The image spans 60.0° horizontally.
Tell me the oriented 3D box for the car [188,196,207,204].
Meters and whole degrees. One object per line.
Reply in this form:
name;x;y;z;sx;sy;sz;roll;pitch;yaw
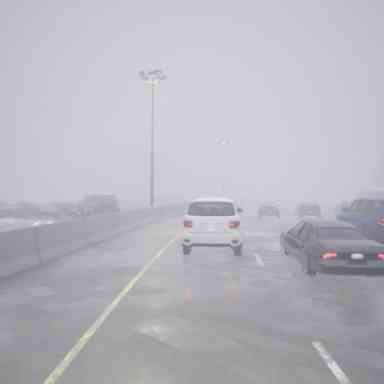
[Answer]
car;1.136;1.629;68.640;2.033;1.411;5.357;0;0;24

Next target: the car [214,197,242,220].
car;3.277;1.397;29.519;2.097;1.767;4.553;0;0;11

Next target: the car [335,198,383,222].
car;7.973;1.258;14.276;2.150;2.045;5.566;0;0;6

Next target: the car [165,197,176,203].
car;-3.058;1.637;67.891;1.994;1.385;4.181;0;0;24

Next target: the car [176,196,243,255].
car;0.894;1.241;13.638;2.150;2.045;5.566;0;0;6

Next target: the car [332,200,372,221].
car;13.938;1.560;29.282;2.128;1.511;4.902;0;0;12

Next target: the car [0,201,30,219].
car;-14.811;1.569;29.013;1.994;1.385;4.181;0;0;10

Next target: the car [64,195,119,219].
car;-7.979;1.240;27.712;2.150;2.045;5.566;0;0;10

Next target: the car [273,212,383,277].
car;4.084;1.570;10.346;2.033;1.411;5.357;0;0;4

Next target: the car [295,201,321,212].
car;10.734;1.541;30.976;1.882;1.535;5.008;0;0;12

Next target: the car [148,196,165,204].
car;-6.909;1.612;67.715;2.033;1.411;5.357;0;0;22

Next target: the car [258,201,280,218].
car;7.060;1.581;30.619;1.812;1.442;4.674;0;0;12

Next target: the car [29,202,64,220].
car;-11.320;1.560;28.958;2.033;1.411;5.357;0;0;10

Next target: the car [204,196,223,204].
car;4.333;1.638;67.215;2.033;1.411;5.357;0;0;24
